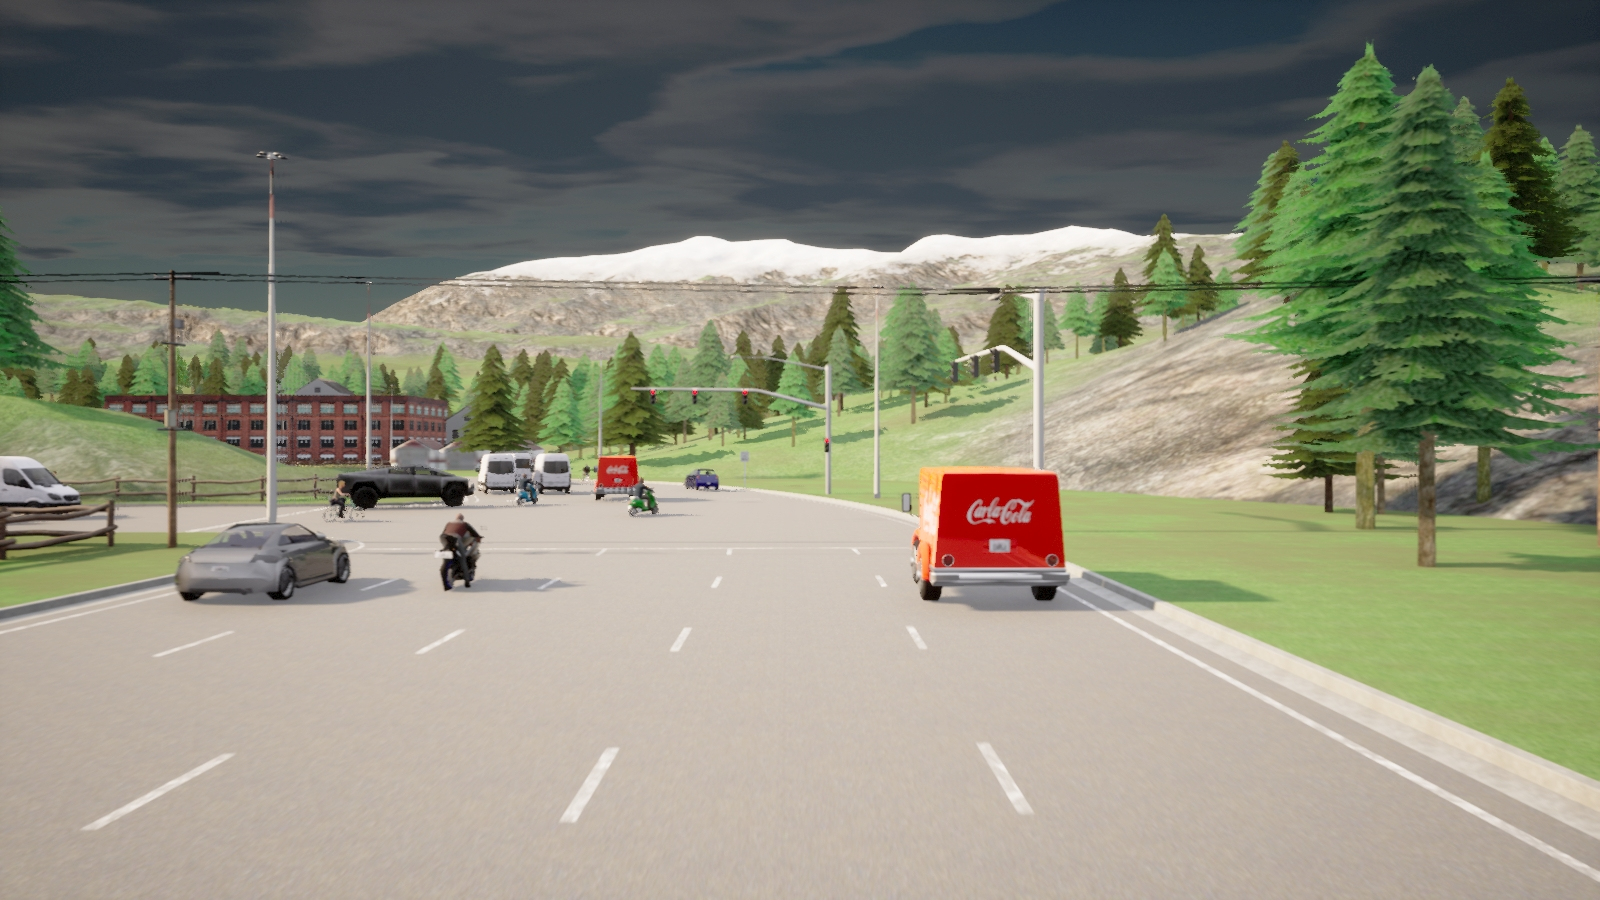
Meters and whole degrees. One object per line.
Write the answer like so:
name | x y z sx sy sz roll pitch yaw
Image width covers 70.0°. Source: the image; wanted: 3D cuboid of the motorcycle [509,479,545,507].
motorcycle | -13.754 2.142 57.585 0.856 1.316 1.805 -3 -1 21

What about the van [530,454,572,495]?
van | -16.457 1.534 75.253 1.988 2.561 5.915 0 0 -19

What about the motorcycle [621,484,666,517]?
motorcycle | -6.663 2.142 48.647 0.856 1.316 1.805 -3 -2 36

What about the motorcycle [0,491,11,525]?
motorcycle | -31.309 2.205 43.322 2.209 1.251 0.867 0 0 -1

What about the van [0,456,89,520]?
van | -32.720 1.534 46.800 5.915 2.561 1.988 0 0 -1

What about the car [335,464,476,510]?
car | -19.132 1.754 55.474 6.274 2.098 2.390 0 0 -25

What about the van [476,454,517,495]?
van | -19.881 1.535 74.624 1.988 2.561 5.915 0 0 -21

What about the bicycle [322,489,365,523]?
bicycle | -17.703 2.158 44.334 1.487 1.276 0.859 0 -1 -18

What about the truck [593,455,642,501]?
truck | -10.507 1.572 65.515 2.627 2.467 5.204 0 0 -10

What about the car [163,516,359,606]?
car | -10.530 2.119 22.702 1.994 1.385 4.181 0 0 -1

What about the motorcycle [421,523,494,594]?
motorcycle | -7.052 2.205 23.632 0.867 1.251 2.209 0 0 -1

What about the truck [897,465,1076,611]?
truck | 3.473 1.568 22.513 2.627 2.467 5.204 0 0 -1
